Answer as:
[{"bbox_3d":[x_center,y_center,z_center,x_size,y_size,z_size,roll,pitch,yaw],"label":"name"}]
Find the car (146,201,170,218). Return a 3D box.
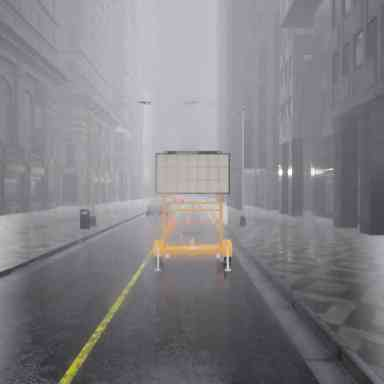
[{"bbox_3d":[-3.083,1.550,30.579,1.812,1.442,4.674,0,0,0],"label":"car"}]

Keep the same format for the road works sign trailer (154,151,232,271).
[{"bbox_3d":[0.024,0.466,10.883,2.380,3.560,2.880,0,0,0],"label":"road works sign trailer"}]

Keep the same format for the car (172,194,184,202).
[{"bbox_3d":[-2.929,1.281,70.682,2.150,2.045,5.566,0,0,0],"label":"car"}]
